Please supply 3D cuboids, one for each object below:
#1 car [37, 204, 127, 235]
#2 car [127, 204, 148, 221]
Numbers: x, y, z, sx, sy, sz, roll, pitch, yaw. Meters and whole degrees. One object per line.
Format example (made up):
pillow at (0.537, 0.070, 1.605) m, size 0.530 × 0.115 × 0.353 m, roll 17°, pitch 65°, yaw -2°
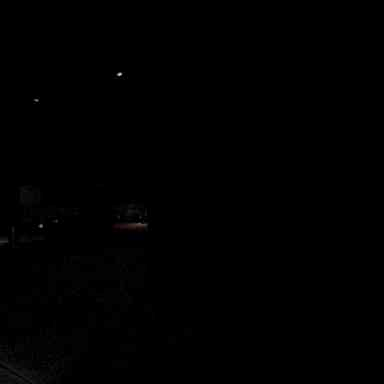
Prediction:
car at (-6.496, 1.530, 19.446) m, size 2.128 × 1.511 × 4.902 m, roll -1°, pitch 0°, yaw 36°
car at (-5.331, 1.609, 25.442) m, size 2.008 × 1.369 × 4.403 m, roll -1°, pitch 0°, yaw 36°
